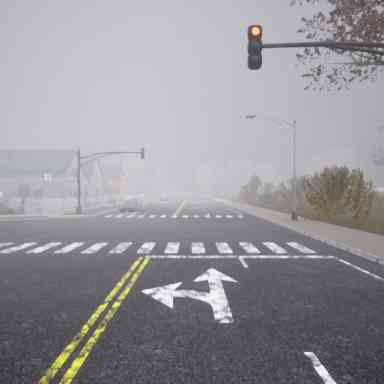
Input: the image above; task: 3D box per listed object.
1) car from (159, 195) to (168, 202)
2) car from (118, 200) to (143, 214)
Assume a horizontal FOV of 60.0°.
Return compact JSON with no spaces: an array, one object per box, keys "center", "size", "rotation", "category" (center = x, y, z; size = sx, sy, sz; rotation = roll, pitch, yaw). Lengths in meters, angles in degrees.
[{"center":[-6.451,1.430,76.372],"size":[2.128,1.511,4.902],"rotation":[0,0,0],"category":"car"},{"center":[-6.486,1.540,35.881],"size":[2.033,1.411,5.357],"rotation":[0,0,0],"category":"car"}]
